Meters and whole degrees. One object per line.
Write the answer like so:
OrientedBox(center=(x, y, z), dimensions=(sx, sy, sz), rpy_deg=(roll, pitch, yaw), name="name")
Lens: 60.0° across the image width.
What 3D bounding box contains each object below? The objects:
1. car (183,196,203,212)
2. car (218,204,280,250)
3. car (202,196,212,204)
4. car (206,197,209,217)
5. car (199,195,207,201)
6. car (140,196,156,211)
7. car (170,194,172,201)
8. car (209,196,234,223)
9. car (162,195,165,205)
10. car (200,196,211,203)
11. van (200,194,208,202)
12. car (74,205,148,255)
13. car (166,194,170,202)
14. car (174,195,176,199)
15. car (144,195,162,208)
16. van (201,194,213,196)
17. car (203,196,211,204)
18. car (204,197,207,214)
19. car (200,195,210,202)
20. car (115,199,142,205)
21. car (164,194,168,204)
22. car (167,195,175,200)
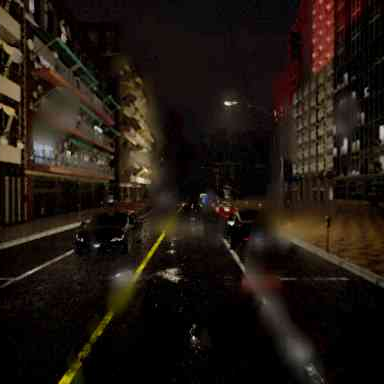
OrientedBox(center=(0.052, 1.488, 38.457), dimensions=(1.812, 1.442, 4.674), rpy_deg=(0, 0, 0), name="car")
OrientedBox(center=(2.359, 1.486, 14.169), dimensions=(1.837, 1.490, 4.892), rpy_deg=(0, 0, 0), name="car")
OrientedBox(center=(2.703, 1.480, 61.081), dimensions=(1.752, 1.417, 4.829), rpy_deg=(0, 0, 0), name="car")
OrientedBox(center=(2.695, 1.491, 33.449), dimensions=(1.752, 1.417, 4.829), rpy_deg=(0, 0, 0), name="car")
OrientedBox(center=(2.709, 1.485, 83.188), dimensions=(1.752, 1.417, 4.829), rpy_deg=(0, 0, 0), name="car")
OrientedBox(center=(-5.684, 1.488, 38.639), dimensions=(1.752, 1.417, 4.829), rpy_deg=(0, 0, 0), name="car")
OrientedBox(center=(-5.675, 1.521, 66.441), dimensions=(1.947, 1.339, 4.313), rpy_deg=(0, 0, 0), name="car")
OrientedBox(center=(2.693, 1.409, 27.751), dimensions=(1.967, 1.590, 4.097), rpy_deg=(0, 0, 0), name="car")
OrientedBox(center=(-5.680, 1.508, 49.862), dimensions=(2.008, 1.369, 4.403), rpy_deg=(0, 0, 0), name="car")
OrientedBox(center=(2.705, 1.520, 66.439), dimensions=(1.947, 1.339, 4.313), rpy_deg=(0, 0, 0), name="car")
OrientedBox(center=(2.706, 1.299, 77.493), dimensions=(1.690, 1.788, 3.998), rpy_deg=(0, 0, 0), name="van")
OrientedBox(center=(-3.096, 1.487, 13.196), dimensions=(1.837, 1.490, 4.892), rpy_deg=(0, 0, 0), name="car")
OrientedBox(center=(-5.677, 1.395, 60.914), dimensions=(1.967, 1.590, 4.097), rpy_deg=(0, 0, 0), name="car")
OrientedBox(center=(-5.671, 1.542, 83.021), dimensions=(1.802, 1.307, 4.206), rpy_deg=(0, 0, 0), name="car")
OrientedBox(center=(-5.684, 1.274, 44.334), dimensions=(2.192, 1.841, 5.009), rpy_deg=(0, 0, 0), name="car")
OrientedBox(center=(2.700, 1.296, 55.385), dimensions=(1.690, 1.788, 3.998), rpy_deg=(0, 0, 0), name="van")
OrientedBox(center=(2.698, 1.541, 44.332), dimensions=(1.802, 1.307, 4.206), rpy_deg=(0, 0, 0), name="car")
OrientedBox(center=(2.697, 1.544, 38.806), dimensions=(1.802, 1.307, 4.206), rpy_deg=(0, 0, 0), name="car")
OrientedBox(center=(2.706, 1.396, 71.965), dimensions=(1.967, 1.590, 4.097), rpy_deg=(0, 0, 0), name="car")
OrientedBox(center=(-5.687, 1.514, 27.755), dimensions=(1.887, 1.381, 4.507), rpy_deg=(0, 0, 0), name="car")
OrientedBox(center=(-5.678, 1.506, 55.388), dimensions=(2.008, 1.369, 4.403), rpy_deg=(0, 0, 0), name="car")
OrientedBox(center=(-5.669, 1.545, 88.547), dimensions=(1.802, 1.307, 4.206), rpy_deg=(0, 0, 0), name="car")
